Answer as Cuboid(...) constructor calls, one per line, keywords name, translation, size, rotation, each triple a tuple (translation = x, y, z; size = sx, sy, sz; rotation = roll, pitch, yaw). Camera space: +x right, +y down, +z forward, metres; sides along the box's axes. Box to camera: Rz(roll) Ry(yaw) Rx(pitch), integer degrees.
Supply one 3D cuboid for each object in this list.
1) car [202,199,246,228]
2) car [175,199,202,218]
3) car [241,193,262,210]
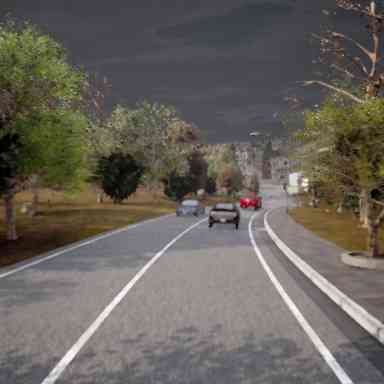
Cuboid(name="car", translation=(2.208, 1.425, 21.664), size=(2.128, 1.511, 4.902), rotation=(1, 0, 10))
Cuboid(name="car", translation=(-0.059, 1.371, 29.018), size=(1.812, 1.442, 4.674), rotation=(1, 0, 13))
Cuboid(name="car", translation=(7.468, 1.146, 41.932), size=(2.150, 2.045, 5.566), rotation=(2, 0, 19))
